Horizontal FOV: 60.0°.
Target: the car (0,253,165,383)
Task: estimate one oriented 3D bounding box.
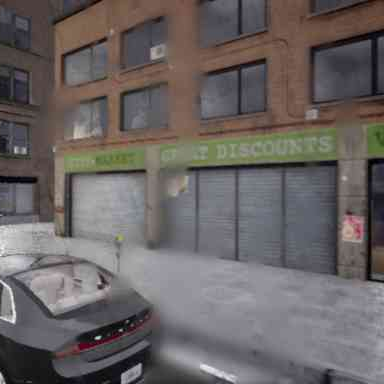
[{"bbox_3d":[-2.364,1.521,4.500,4.403,1.369,2.008,0,0,36],"label":"car"}]
